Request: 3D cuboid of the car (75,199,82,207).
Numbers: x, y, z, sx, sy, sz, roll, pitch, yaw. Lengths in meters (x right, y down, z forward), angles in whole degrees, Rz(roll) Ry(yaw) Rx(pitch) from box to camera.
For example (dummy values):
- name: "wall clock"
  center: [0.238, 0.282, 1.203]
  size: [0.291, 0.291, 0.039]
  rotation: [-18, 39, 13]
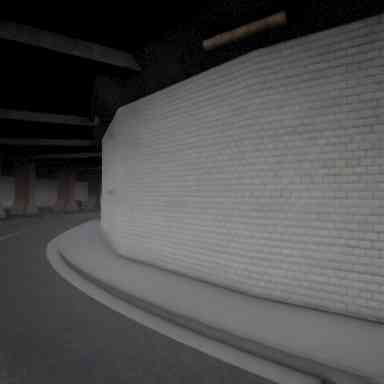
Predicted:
- name: "car"
  center: [-23.047, 2.167, 63.963]
  size: [1.837, 1.490, 4.892]
  rotation: [0, 0, 16]
